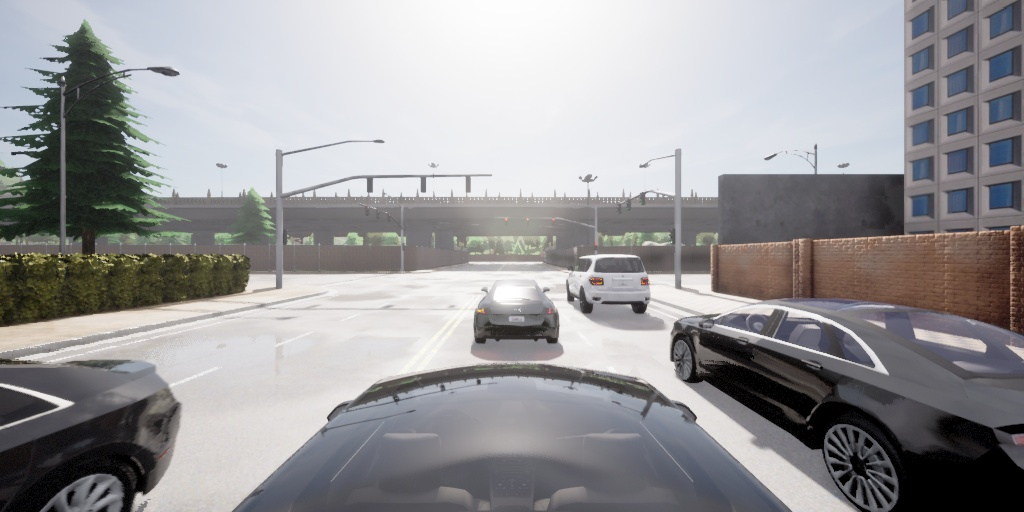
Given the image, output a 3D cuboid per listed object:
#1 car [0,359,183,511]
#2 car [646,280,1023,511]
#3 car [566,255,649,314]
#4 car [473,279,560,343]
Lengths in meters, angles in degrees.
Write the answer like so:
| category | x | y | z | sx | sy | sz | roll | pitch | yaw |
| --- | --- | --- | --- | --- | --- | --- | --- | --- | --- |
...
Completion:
| category | x | y | z | sx | sy | sz | roll | pitch | yaw |
| --- | --- | --- | --- | --- | --- | --- | --- | --- | --- |
| car | -3.579 | 1.257 | 0.826 | 1.837 | 1.490 | 4.892 | 0 | -1 | 0 |
| car | 3.597 | 1.241 | 4.192 | 2.128 | 1.511 | 4.902 | 0 | 0 | 0 |
| car | 3.499 | 0.971 | 13.998 | 2.150 | 2.045 | 5.566 | 0 | 0 | 0 |
| car | 0.099 | 1.314 | 9.655 | 1.994 | 1.385 | 4.181 | 0 | 0 | 0 |
